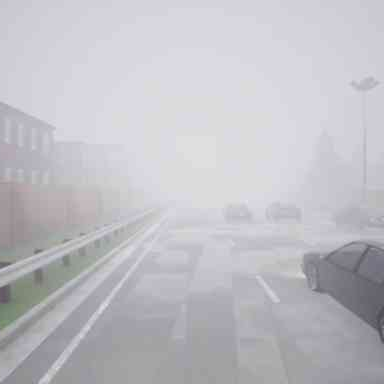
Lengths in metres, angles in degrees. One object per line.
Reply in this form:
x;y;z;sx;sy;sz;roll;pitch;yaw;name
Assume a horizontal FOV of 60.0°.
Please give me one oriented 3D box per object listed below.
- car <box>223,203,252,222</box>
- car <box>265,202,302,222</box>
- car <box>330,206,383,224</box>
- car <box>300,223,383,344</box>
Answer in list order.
3.608;1.582;26.873;1.994;1.385;4.181;0;0;0;car
7.108;1.509;26.245;2.128;1.511;4.902;0;0;0;car
10.606;1.561;20.831;2.033;1.411;5.357;0;0;0;car
3.600;1.551;5.834;2.033;1.411;5.357;0;0;0;car
